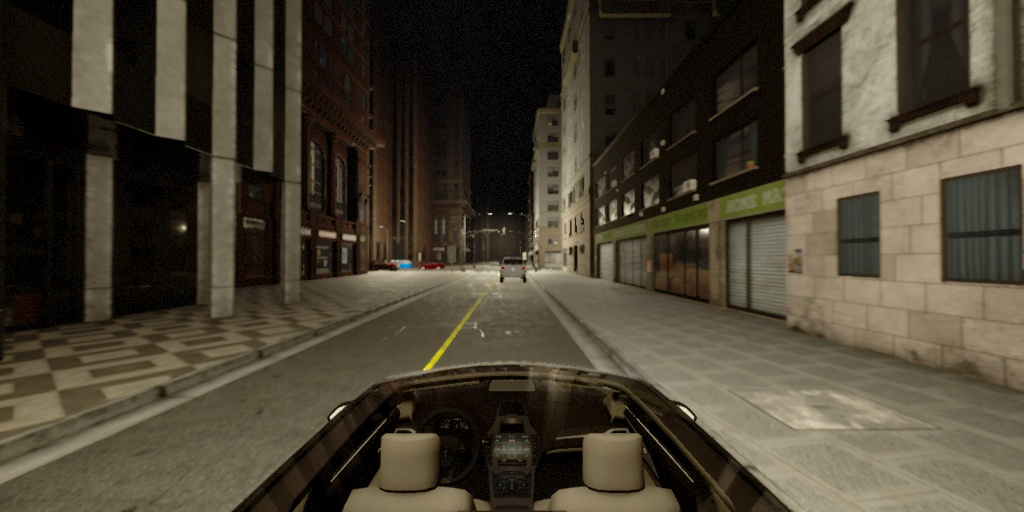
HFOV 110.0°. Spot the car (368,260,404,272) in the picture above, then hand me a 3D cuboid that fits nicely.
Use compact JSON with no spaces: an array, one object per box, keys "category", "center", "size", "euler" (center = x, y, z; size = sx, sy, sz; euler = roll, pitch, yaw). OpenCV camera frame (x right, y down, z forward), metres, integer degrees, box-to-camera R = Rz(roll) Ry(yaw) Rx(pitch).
[{"category":"car","center":[-19.666,1.529,54.691],"size":[5.009,1.841,2.192],"euler":[0,0,0]}]

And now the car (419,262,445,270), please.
[{"category":"car","center":[-14.029,1.768,63.202],"size":[4.507,1.381,1.888],"euler":[0,0,0]}]

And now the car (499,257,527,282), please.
[{"category":"car","center":[0.083,1.104,30.486],"size":[2.150,2.045,5.566],"euler":[0,0,0]}]
